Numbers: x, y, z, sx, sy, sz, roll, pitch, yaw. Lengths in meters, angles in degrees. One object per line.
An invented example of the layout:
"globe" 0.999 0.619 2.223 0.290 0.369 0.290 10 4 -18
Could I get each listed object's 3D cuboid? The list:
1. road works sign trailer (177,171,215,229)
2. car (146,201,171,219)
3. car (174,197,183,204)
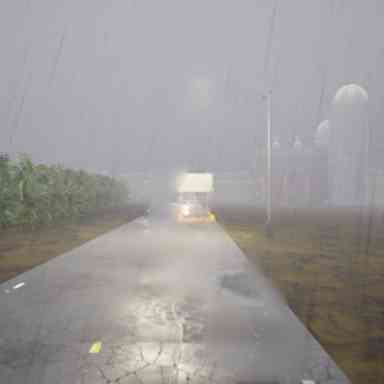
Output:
"road works sign trailer" 0.185 0.454 21.776 2.380 3.560 2.880 0 0 -4
"car" -2.848 1.529 28.920 1.812 1.442 4.674 0 0 0
"car" -2.767 1.758 70.231 2.128 1.511 4.902 0 0 0
